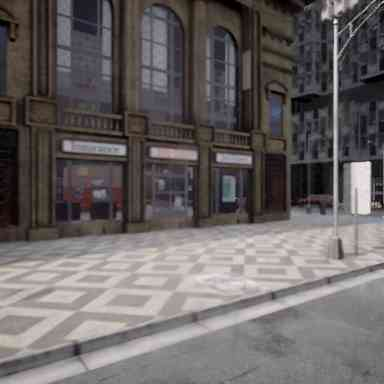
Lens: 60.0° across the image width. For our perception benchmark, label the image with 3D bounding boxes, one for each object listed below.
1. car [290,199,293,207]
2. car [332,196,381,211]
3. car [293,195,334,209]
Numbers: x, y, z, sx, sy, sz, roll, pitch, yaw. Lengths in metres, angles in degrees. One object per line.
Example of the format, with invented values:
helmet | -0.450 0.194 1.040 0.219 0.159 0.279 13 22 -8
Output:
car | 12.986 1.499 47.722 1.887 1.381 4.507 0 0 -35
car | 19.340 1.451 38.702 1.752 1.417 4.829 0 0 -35
car | 16.211 1.255 43.143 2.192 1.841 5.009 0 0 -35
